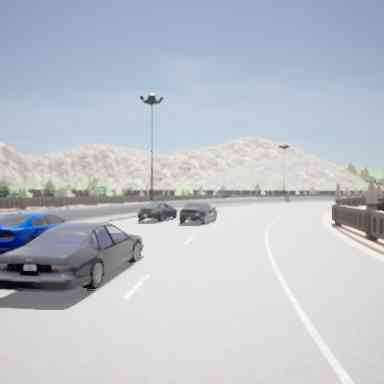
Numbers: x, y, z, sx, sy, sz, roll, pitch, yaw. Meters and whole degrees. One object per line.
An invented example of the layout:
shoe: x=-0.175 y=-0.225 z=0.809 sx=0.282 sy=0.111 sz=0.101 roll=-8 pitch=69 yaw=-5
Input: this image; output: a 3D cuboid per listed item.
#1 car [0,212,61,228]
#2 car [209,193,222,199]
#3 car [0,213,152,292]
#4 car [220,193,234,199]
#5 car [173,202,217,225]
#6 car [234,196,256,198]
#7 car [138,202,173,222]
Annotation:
car: x=-5.844 y=1.477 z=12.388 sx=1.882 sy=1.535 sz=5.008 roll=0 pitch=0 yaw=10
car: x=5.888 y=1.208 z=69.272 sx=2.150 sy=2.045 sz=5.566 roll=0 pitch=0 yaw=41
car: x=-2.864 y=1.546 z=9.073 sx=2.033 sy=1.411 sz=5.357 roll=0 pitch=0 yaw=8
car: x=8.306 y=1.461 z=66.737 sx=1.882 sy=1.535 sz=5.008 roll=0 pitch=0 yaw=41
car: x=0.537 y=1.501 z=24.514 sx=1.837 sy=1.490 sz=4.892 roll=0 pitch=0 yaw=18
car: x=10.841 y=1.479 z=64.279 sx=2.128 sy=1.511 sz=4.902 roll=0 pitch=0 yaw=41
car: x=-2.629 y=1.520 z=26.074 sx=1.812 sy=1.442 sz=4.674 roll=0 pitch=0 yaw=18
